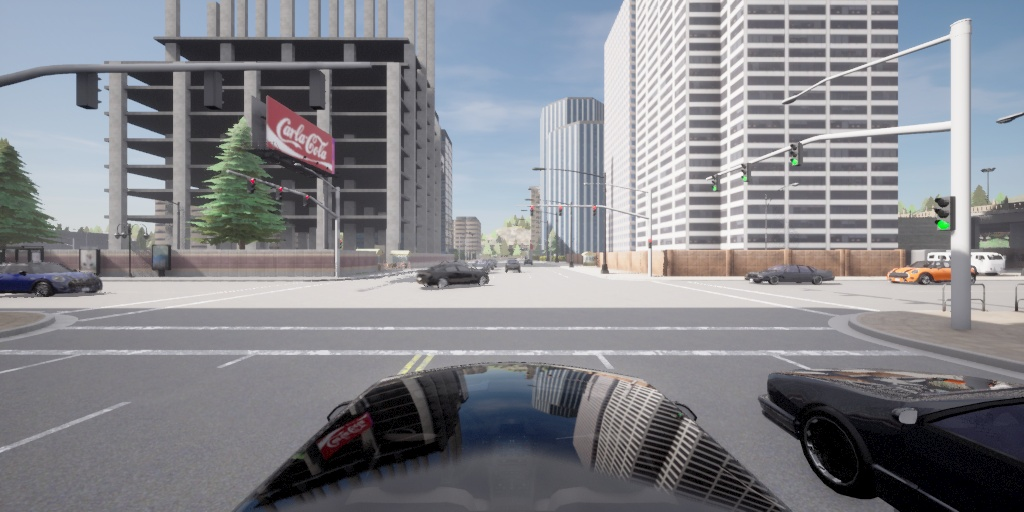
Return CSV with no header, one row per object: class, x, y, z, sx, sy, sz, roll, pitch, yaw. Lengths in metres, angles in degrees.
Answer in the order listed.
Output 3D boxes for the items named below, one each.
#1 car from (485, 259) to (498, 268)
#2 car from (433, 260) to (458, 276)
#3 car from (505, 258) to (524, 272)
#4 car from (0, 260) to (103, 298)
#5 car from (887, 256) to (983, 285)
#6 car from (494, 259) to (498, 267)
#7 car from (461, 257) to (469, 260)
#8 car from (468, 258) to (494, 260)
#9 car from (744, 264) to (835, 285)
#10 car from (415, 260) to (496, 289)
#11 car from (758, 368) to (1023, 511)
car,-3.540,1.255,62.201,1.837,1.490,4.892,0,0,0
car,-7.081,1.255,38.750,1.837,1.490,4.892,0,0,0
car,0.113,1.241,46.280,2.128,1.511,4.902,0,0,0
car,-23.717,1.101,18.048,4.553,1.767,2.097,0,0,0
car,29.657,1.102,25.477,4.553,1.767,2.097,0,0,1
car,-3.573,1.241,51.816,2.128,1.511,4.902,0,0,0
car,-7.075,1.255,48.163,1.837,1.490,4.892,0,0,0
car,-3.580,1.241,41.749,2.128,1.511,4.902,0,0,0
car,19.648,1.297,25.457,5.357,1.411,2.033,0,0,0
car,-3.753,1.227,23.280,5.008,1.535,1.882,0,1,-43
car,3.597,1.297,1.411,2.033,1.411,5.357,0,0,0
